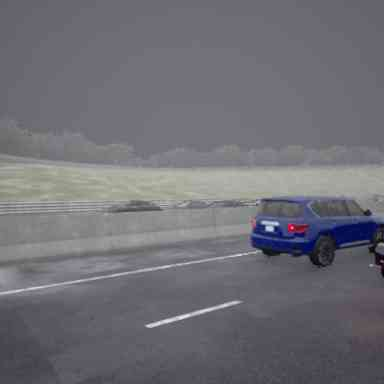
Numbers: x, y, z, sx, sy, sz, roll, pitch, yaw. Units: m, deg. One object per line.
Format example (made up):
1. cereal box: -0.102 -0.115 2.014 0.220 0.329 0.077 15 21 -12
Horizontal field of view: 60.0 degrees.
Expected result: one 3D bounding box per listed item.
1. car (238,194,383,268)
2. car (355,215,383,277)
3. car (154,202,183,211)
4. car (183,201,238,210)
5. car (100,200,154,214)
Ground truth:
1. car: 4.436 1.133 11.211 5.566 2.045 2.150 -1 0 -36
2. car: 6.512 1.403 8.393 4.902 1.511 2.128 -1 0 -36
3. car: -0.191 1.403 25.353 4.674 1.442 1.812 -1 0 -36
4. car: 2.082 1.379 22.675 4.892 1.490 1.837 -1 0 -35
5. car: -4.807 1.407 26.359 4.892 1.490 1.837 -1 0 -35
